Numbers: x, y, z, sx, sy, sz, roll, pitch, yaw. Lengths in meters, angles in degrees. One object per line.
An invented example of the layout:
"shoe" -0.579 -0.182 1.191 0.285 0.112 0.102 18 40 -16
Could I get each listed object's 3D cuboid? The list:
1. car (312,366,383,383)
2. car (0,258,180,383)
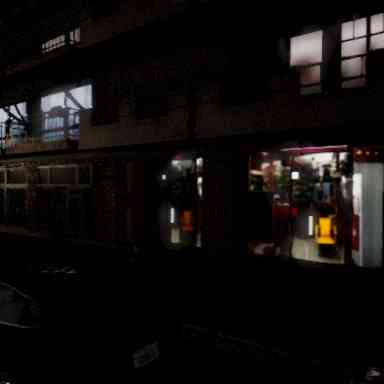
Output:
"car" 2.486 1.542 1.046 4.507 1.381 1.887 0 1 36
"car" -2.123 1.574 4.338 4.313 1.339 1.947 0 1 36
